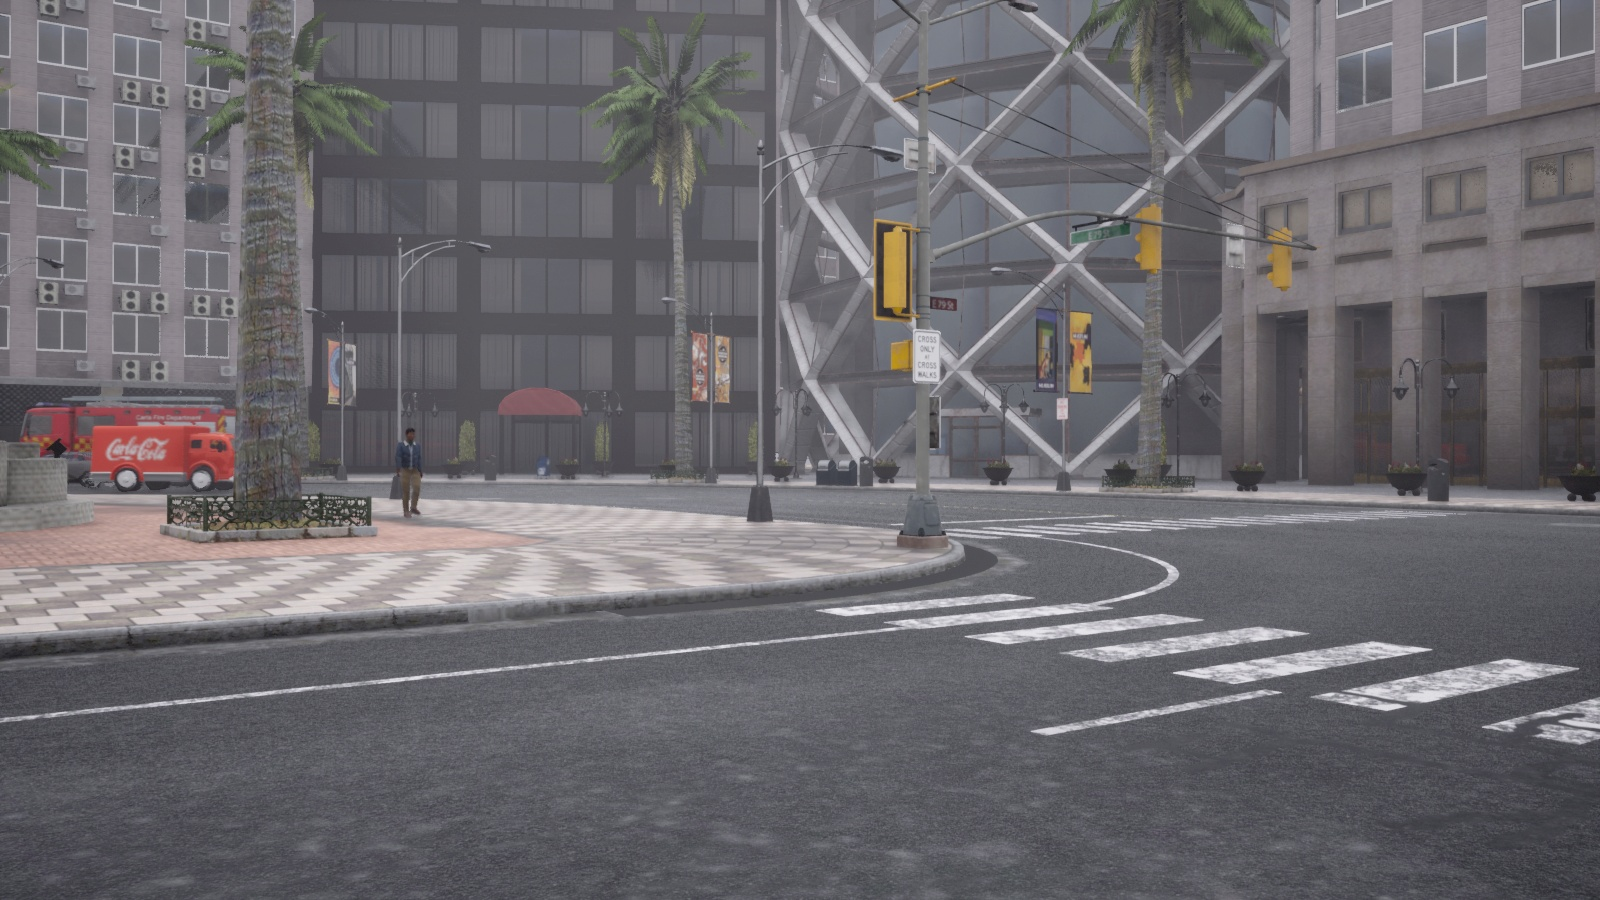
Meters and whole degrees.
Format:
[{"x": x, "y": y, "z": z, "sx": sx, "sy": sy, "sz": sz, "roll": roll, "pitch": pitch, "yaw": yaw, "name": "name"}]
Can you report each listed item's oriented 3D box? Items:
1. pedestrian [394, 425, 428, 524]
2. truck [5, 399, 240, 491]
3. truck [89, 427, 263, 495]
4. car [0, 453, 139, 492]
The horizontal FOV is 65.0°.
[{"x": -7.753, "y": 0.479, "z": 25.020, "sx": 0.423, "sy": 1.949, "sz": 0.788, "roll": 0, "pitch": 0, "yaw": -36, "name": "pedestrian"}, {"x": -28.949, "y": -0.226, "z": 53.928, "sx": 8.468, "sy": 3.827, "sz": 2.891, "roll": 0, "pitch": 0, "yaw": -2, "name": "truck"}, {"x": -23.315, "y": 0.423, "z": 47.094, "sx": 5.204, "sy": 2.467, "sz": 2.627, "roll": 0, "pitch": 0, "yaw": 0, "name": "truck"}, {"x": -29.500, "y": 0.887, "z": 50.329, "sx": 4.902, "sy": 1.511, "sz": 2.128, "roll": 0, "pitch": 0, "yaw": -5, "name": "car"}]
